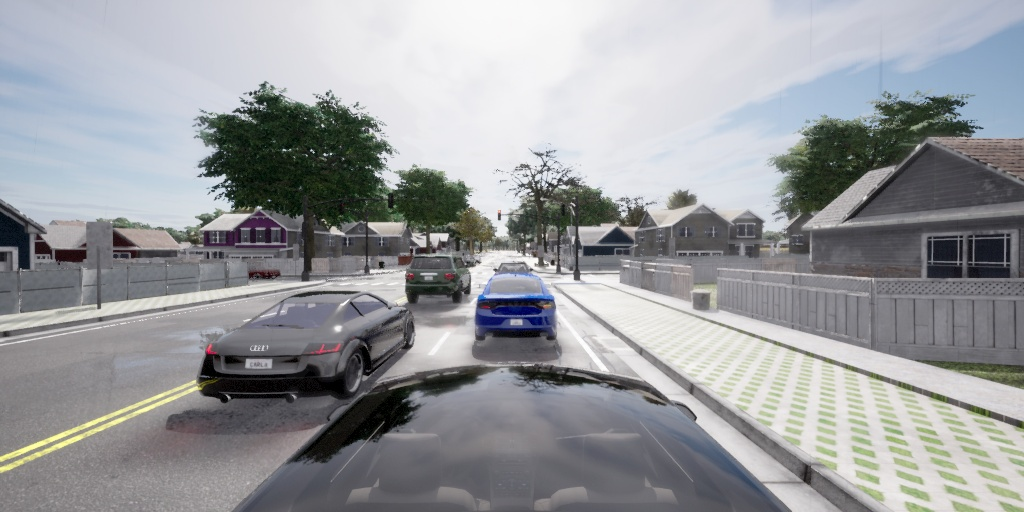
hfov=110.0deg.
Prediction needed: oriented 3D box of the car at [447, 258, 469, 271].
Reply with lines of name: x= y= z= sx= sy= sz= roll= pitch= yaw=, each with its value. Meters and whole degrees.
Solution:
car: x=-6.673 y=1.007 z=44.809 sx=2.033 sy=1.411 sz=5.357 roll=0 pitch=1 yaw=0

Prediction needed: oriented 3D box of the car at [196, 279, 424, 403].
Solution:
car: x=-3.158 y=1.308 z=6.479 sx=1.994 sy=1.385 sz=4.181 roll=0 pitch=0 yaw=0

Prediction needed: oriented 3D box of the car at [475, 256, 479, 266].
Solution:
car: x=-6.672 y=0.710 z=54.246 sx=2.097 sy=1.767 sz=4.553 roll=0 pitch=1 yaw=0

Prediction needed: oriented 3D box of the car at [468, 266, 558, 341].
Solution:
car: x=0.087 y=1.212 z=9.897 sx=1.882 sy=1.535 sz=5.008 roll=0 pitch=0 yaw=0

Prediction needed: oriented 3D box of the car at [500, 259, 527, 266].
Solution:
car: x=0.071 y=1.039 z=18.852 sx=2.097 sy=1.767 sz=4.553 roll=0 pitch=0 yaw=0

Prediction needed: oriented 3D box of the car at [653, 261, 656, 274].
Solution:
car: x=12.668 y=1.091 z=32.544 sx=4.718 sy=1.301 sz=1.895 roll=0 pitch=1 yaw=1

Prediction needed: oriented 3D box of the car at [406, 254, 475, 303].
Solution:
car: x=-3.176 y=0.925 z=16.360 sx=2.150 sy=2.045 sz=5.566 roll=0 pitch=0 yaw=0

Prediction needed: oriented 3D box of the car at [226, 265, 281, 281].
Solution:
car: x=-21.558 y=1.381 z=29.175 sx=4.718 sy=1.301 sz=1.895 roll=0 pitch=1 yaw=2

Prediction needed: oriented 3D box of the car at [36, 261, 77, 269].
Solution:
car: x=-37.761 y=1.235 z=30.128 sx=4.553 sy=1.767 sz=2.097 roll=0 pitch=1 yaw=6
